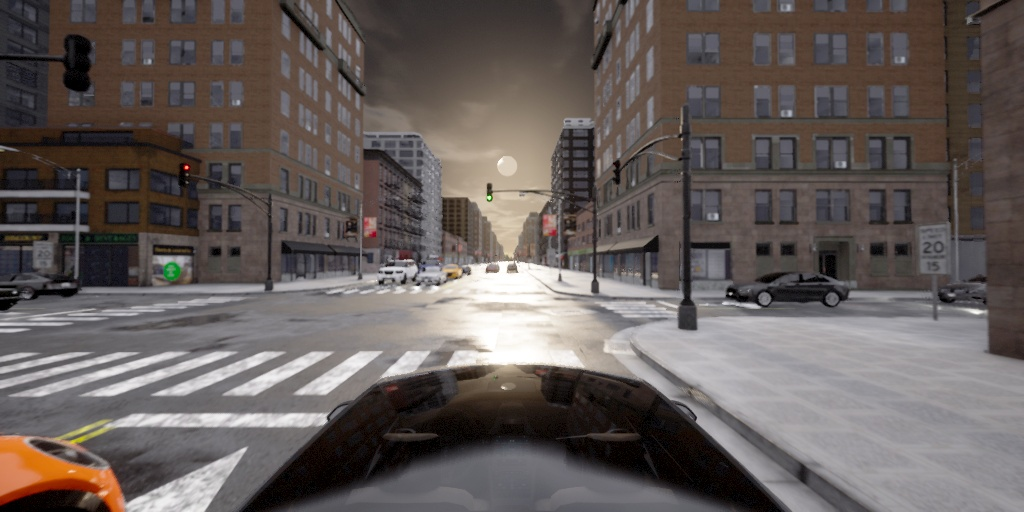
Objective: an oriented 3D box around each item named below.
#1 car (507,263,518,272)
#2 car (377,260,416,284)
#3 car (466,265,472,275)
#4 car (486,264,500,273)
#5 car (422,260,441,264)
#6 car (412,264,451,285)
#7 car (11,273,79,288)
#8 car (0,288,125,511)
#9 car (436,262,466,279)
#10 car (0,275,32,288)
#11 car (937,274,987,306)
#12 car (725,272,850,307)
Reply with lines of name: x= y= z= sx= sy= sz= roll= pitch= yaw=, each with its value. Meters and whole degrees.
car: x=0.034 y=2.000 z=60.852 sx=1.837 sy=1.490 sz=4.892 roll=0 pitch=-1 yaw=0
car: x=-9.886 y=1.351 z=31.447 sx=2.150 sy=2.045 sz=5.566 roll=0 pitch=-1 yaw=0
car: x=-6.642 y=1.916 z=49.356 sx=1.994 sy=1.385 sz=4.181 roll=0 pitch=-1 yaw=0
car: x=-3.315 y=2.046 z=59.716 sx=1.994 sy=1.385 sz=4.181 roll=0 pitch=-1 yaw=0
car: x=-9.895 y=1.507 z=43.697 sx=2.150 sy=2.045 sz=5.566 roll=0 pitch=-1 yaw=0
car: x=-6.633 y=1.637 z=30.052 sx=1.812 sy=1.442 sz=4.674 roll=0 pitch=-1 yaw=0
car: x=-25.394 y=1.549 z=18.736 sx=4.313 sy=1.339 sz=1.948 roll=0 pitch=0 yaw=0
car: x=-3.243 y=1.081 z=0.117 sx=2.097 sy=1.767 sz=4.553 roll=0 pitch=-1 yaw=0
car: x=-6.641 y=1.705 z=39.322 sx=1.882 sy=1.535 sz=5.008 roll=0 pitch=-1 yaw=0
car: x=-21.503 y=1.494 z=13.249 sx=4.718 sy=1.301 sz=1.895 roll=0 pitch=-1 yaw=0
car: x=22.385 y=1.520 z=16.370 sx=4.674 sy=1.442 sz=1.812 roll=0 pitch=-1 yaw=0
car: x=12.440 y=1.481 z=16.397 sx=4.892 sy=1.490 sz=1.837 roll=0 pitch=-1 yaw=2
